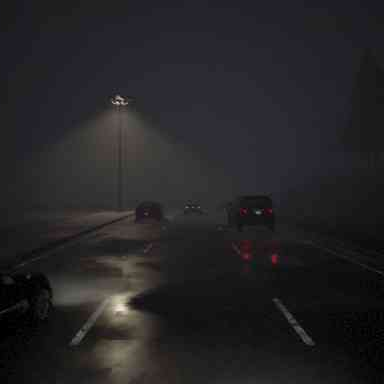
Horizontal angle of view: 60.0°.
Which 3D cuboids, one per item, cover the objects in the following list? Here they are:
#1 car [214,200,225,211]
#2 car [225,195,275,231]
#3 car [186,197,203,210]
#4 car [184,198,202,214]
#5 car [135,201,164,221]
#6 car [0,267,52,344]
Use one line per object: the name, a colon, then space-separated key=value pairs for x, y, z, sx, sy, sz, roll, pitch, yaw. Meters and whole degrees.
car: x=3.663 y=1.601 z=39.730 sx=1.895 sy=1.301 sz=4.718 roll=0 pitch=0 yaw=1
car: x=3.601 y=1.221 z=20.719 sx=2.150 sy=2.045 sz=5.566 roll=0 pitch=0 yaw=0
car: x=0.361 y=1.492 z=44.525 sx=2.128 sy=1.511 sz=4.902 roll=0 pitch=0 yaw=3
car: x=0.107 y=1.547 z=34.776 sx=2.033 sy=1.411 sz=5.357 roll=0 pitch=0 yaw=0
car: x=-3.400 y=1.477 z=27.305 sx=1.882 sy=1.535 sz=5.008 roll=0 pitch=0 yaw=0
car: x=-3.404 y=1.526 z=4.014 sx=1.812 sy=1.442 sz=4.674 roll=0 pitch=0 yaw=0
